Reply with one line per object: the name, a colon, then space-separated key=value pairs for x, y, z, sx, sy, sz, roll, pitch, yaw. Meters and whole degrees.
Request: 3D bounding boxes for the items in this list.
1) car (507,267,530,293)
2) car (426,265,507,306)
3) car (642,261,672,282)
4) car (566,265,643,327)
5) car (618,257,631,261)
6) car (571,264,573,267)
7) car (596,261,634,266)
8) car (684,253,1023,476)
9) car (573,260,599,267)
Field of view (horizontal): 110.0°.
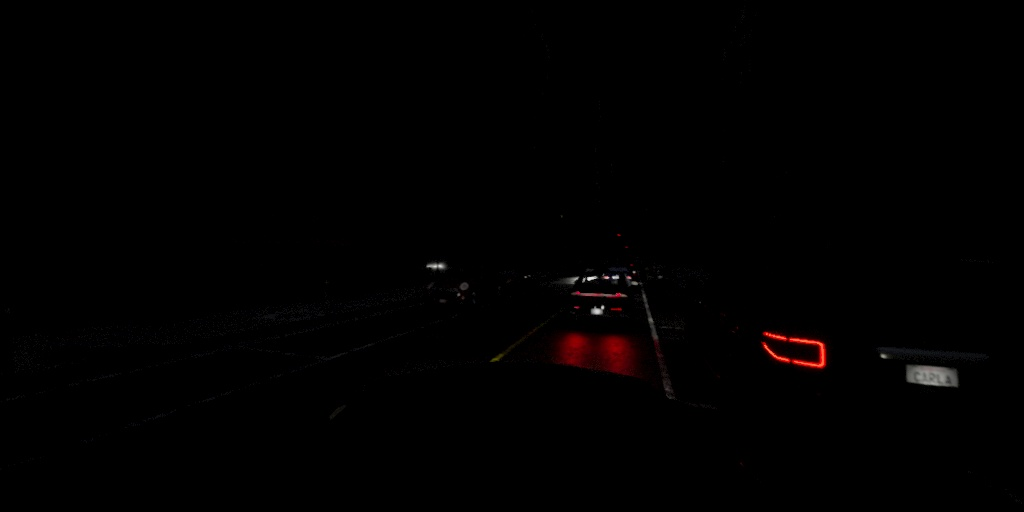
car: x=-0.126 y=1.273 z=20.436 sx=1.802 sy=1.307 sz=4.207 roll=0 pitch=0 yaw=19
car: x=-1.916 y=1.136 z=15.145 sx=1.967 sy=1.591 sz=4.097 roll=0 pitch=0 yaw=19
car: x=11.547 y=1.290 z=28.280 sx=2.007 sy=1.370 sz=4.403 roll=0 pitch=0 yaw=19
car: x=3.002 y=1.231 z=11.656 sx=2.128 sy=1.511 sz=4.902 roll=0 pitch=0 yaw=19
car: x=13.819 y=1.050 z=43.939 sx=2.097 sy=1.767 sz=4.553 roll=0 pitch=0 yaw=19
car: x=8.828 y=1.200 z=46.891 sx=1.888 sy=1.381 sz=4.507 roll=0 pitch=0 yaw=19
car: x=6.783 y=1.275 z=22.845 sx=2.033 sy=1.411 sz=5.357 roll=0 pitch=0 yaw=19
car: x=3.998 y=0.986 z=5.225 sx=2.150 sy=2.045 sz=5.566 roll=0 pitch=0 yaw=19
car: x=7.840 y=1.181 z=35.856 sx=2.128 sy=1.511 sz=4.902 roll=0 pitch=0 yaw=19
